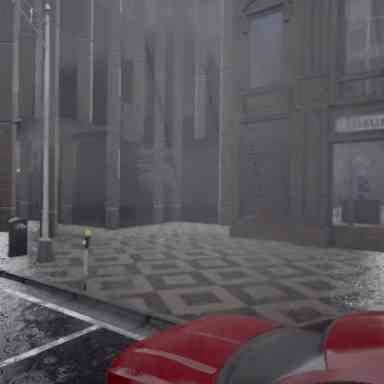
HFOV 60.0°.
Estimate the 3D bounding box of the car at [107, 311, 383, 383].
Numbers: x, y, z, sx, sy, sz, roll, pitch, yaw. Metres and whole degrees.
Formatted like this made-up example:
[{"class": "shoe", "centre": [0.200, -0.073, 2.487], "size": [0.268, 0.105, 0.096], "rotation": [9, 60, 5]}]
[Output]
[{"class": "car", "centre": [1.321, 1.544, 2.129], "size": [4.507, 1.381, 1.887], "rotation": [1, 1, 36]}]
